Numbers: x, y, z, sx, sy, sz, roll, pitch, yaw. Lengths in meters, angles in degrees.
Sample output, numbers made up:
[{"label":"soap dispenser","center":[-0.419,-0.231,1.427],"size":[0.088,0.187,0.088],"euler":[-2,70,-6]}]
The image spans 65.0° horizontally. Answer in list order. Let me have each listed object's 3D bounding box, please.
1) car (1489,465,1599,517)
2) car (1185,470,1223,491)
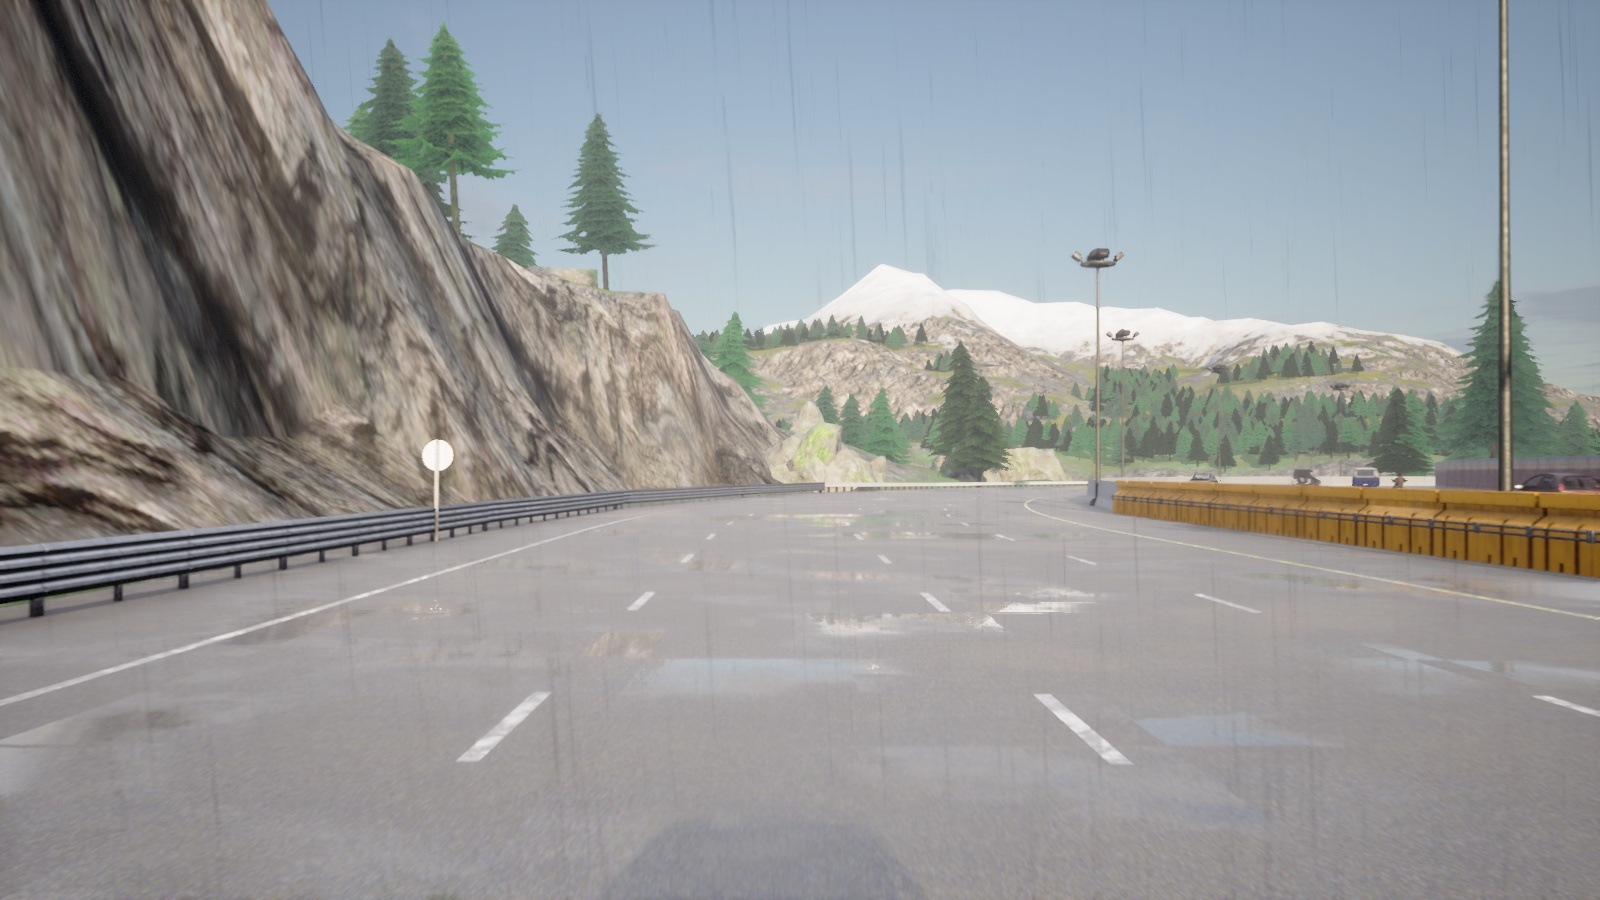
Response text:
[{"label":"car","center":[24.322,1.298,40.784],"size":[1.851,1.617,3.988],"euler":[0,-1,3]},{"label":"car","center":[28.985,2.162,90.029],"size":[2.128,1.511,4.902],"euler":[-1,-1,23]}]
